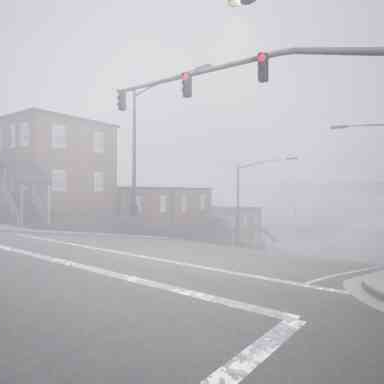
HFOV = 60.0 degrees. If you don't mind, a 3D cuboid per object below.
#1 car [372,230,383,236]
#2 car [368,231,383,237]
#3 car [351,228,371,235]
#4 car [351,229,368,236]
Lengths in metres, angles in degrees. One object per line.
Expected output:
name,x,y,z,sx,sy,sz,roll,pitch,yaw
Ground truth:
car,42.916,9.174,74.265,4.536,1.218,1.853,0,0,1
car,42.863,9.332,74.266,4.974,1.542,2.038,0,0,1
car,39.191,9.156,77.112,1.853,1.218,4.536,0,0,-9
car,39.199,9.314,77.061,2.038,1.542,4.974,0,0,-9
